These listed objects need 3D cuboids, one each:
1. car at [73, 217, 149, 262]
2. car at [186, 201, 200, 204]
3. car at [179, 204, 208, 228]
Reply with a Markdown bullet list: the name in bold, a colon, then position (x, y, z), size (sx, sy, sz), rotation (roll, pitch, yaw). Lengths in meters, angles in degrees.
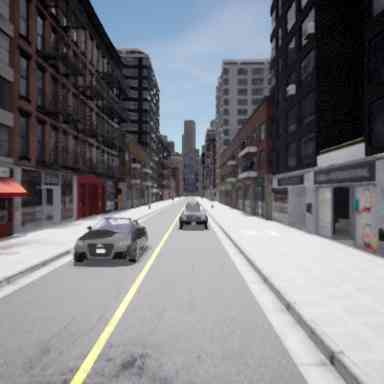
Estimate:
- **car**: position (-2.785, 1.632, 12.180), size (1.994, 1.385, 4.181), rotation (0, 0, 1)
- **car**: position (0.106, 1.816, 43.046), size (1.994, 1.385, 4.181), rotation (0, 0, 0)
- **car**: position (0.105, 1.732, 23.277), size (1.895, 1.301, 4.718), rotation (0, 0, 0)
